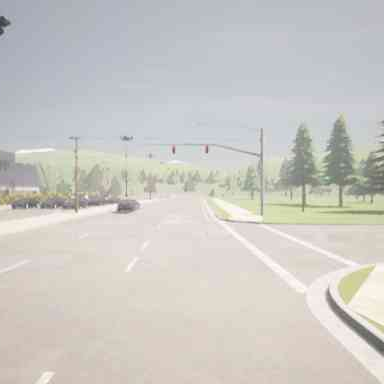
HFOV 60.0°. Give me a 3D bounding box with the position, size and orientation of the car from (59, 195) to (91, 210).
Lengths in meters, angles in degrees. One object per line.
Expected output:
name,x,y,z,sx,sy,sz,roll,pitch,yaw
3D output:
car,-15.318,1.524,43.897,1.812,1.442,4.674,0,0,2

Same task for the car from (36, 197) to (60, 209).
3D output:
car,-18.779,1.503,45.153,1.837,1.490,4.892,0,0,2

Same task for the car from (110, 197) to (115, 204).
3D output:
car,-14.873,1.561,63.066,1.994,1.385,4.181,0,0,1

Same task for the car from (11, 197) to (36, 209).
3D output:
car,-22.283,1.503,44.710,1.837,1.490,4.892,0,0,2

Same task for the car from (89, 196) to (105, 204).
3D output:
car,-18.346,1.561,64.390,1.994,1.385,4.181,0,0,1

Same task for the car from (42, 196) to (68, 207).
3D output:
car,-22.062,1.489,53.840,2.128,1.511,4.902,0,0,1

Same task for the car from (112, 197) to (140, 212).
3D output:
car,-7.270,1.545,38.494,2.033,1.411,5.357,0,0,1

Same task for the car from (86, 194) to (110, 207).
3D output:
car,-15.079,1.475,52.978,1.882,1.535,5.008,0,0,1
